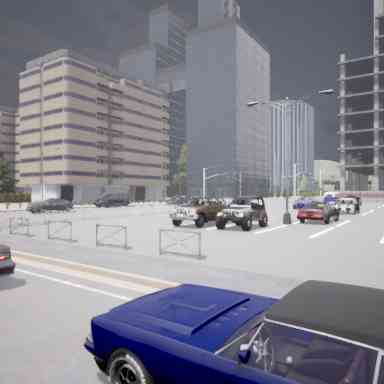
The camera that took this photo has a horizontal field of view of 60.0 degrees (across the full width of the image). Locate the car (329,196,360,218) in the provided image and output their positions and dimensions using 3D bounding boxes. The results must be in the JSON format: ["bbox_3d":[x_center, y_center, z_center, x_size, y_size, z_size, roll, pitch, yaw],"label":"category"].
[{"bbox_3d":[15.019,1.395,32.246,1.970,1.475,3.806,0,0,34],"label":"car"}]

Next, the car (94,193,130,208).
[{"bbox_3d":[-11.301,1.220,47.415,2.150,2.045,5.566,0,0,34],"label":"car"}]

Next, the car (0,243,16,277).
[{"bbox_3d":[-6.743,1.547,8.721,5.357,1.411,2.033,0,0,35],"label":"car"}]

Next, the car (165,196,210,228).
[{"bbox_3d":[0.626,1.153,20.959,1.932,1.855,4.605,0,0,34],"label":"car"}]

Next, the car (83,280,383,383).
[{"bbox_3d":[1.101,1.601,3.204,4.718,1.301,1.895,0,0,35],"label":"car"}]

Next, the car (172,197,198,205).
[{"bbox_3d":[-1.246,1.600,62.223,2.033,1.411,5.357,0,0,34],"label":"car"}]

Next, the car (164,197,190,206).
[{"bbox_3d":[-2.414,1.525,54.314,1.812,1.442,4.674,0,0,34],"label":"car"}]

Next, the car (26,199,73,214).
[{"bbox_3d":[-15.084,1.504,35.504,1.837,1.490,4.892,0,0,34],"label":"car"}]

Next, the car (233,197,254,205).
[{"bbox_3d":[9.189,1.601,58.748,1.895,1.301,4.718,0,0,34],"label":"car"}]

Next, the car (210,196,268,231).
[{"bbox_3d":[2.993,1.156,19.293,1.905,1.878,3.866,0,0,34],"label":"car"}]
